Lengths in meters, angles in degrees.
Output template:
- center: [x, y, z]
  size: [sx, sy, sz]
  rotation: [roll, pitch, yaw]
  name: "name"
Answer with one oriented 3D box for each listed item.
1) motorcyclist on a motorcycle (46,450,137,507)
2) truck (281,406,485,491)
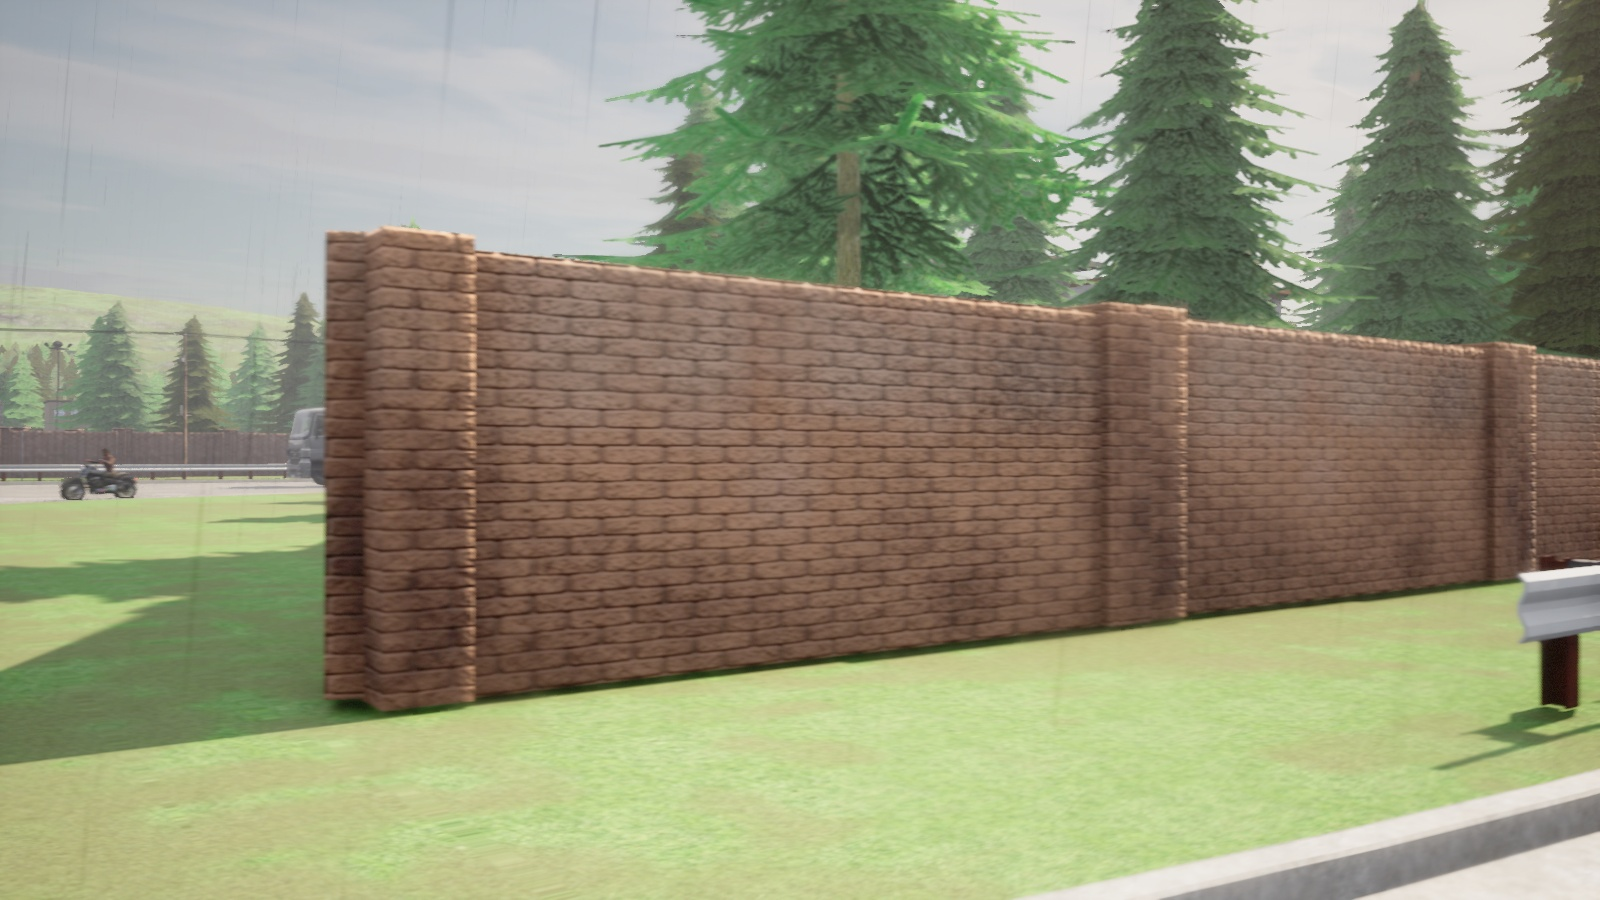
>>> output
- center: [-21.478, 0.834, 38.139]
  size: [0.766, 1.649, 2.350]
  rotation: [0, 0, 28]
  name: "motorcyclist on a motorcycle"
- center: [-18.071, -0.065, 54.690]
  size: [7.936, 3.462, 2.891]
  rotation: [0, 0, -35]
  name: "truck"
